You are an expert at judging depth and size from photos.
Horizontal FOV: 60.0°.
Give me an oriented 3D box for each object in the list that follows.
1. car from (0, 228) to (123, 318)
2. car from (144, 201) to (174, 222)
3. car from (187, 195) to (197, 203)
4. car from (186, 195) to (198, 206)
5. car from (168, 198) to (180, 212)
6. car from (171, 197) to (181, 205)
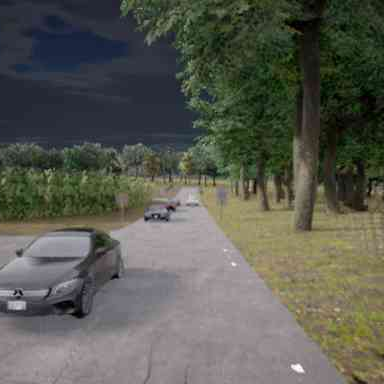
[{"bbox_3d":[-2.852,1.618,7.759,1.812,1.442,4.674,0,-1,0],"label":"car"},{"bbox_3d":[-2.873,1.746,28.244,1.994,1.385,4.181,0,0,0],"label":"car"},{"bbox_3d":[-0.003,1.385,65.435,1.812,1.442,4.674,0,1,-2],"label":"car"},{"bbox_3d":[0.063,1.591,53.148,1.895,1.301,4.718,0,1,0],"label":"car"},{"bbox_3d":[-2.873,1.718,40.386,1.895,1.301,4.718,0,0,0],"label":"car"},{"bbox_3d":[-2.848,1.556,52.994,1.994,1.385,4.181,0,1,1],"label":"car"}]
